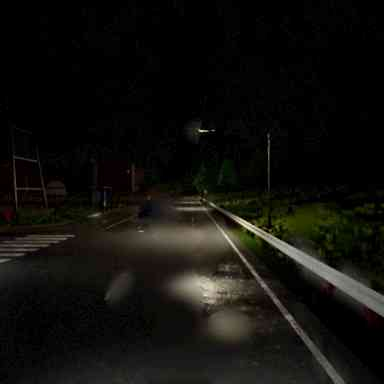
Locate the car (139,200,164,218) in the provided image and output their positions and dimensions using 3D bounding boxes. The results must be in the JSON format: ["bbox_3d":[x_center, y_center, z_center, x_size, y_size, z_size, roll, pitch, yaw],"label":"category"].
[{"bbox_3d":[-3.566,1.472,29.818,1.882,1.535,5.008,0,0,0],"label":"car"}]
